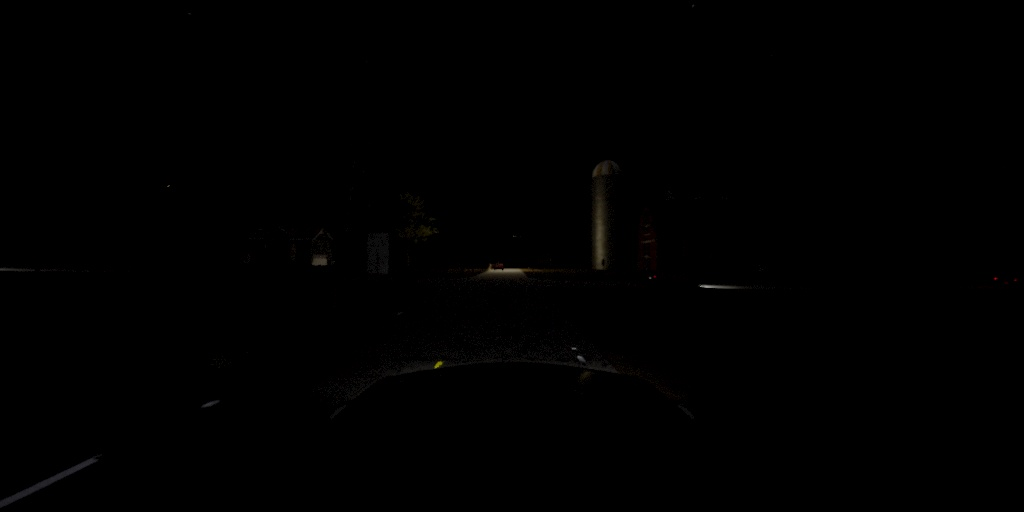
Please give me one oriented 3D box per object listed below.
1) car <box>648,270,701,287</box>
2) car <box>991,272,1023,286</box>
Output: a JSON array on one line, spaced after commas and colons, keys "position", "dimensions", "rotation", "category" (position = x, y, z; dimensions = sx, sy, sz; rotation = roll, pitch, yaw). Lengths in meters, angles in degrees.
[{"position": [13.930, 1.902, 30.862], "dimensions": [4.181, 1.385, 1.994], "rotation": [1, -1, 0], "category": "car"}, {"position": [44.820, 2.040, 30.900], "dimensions": [4.718, 1.301, 1.895], "rotation": [0, -1, 0], "category": "car"}]
